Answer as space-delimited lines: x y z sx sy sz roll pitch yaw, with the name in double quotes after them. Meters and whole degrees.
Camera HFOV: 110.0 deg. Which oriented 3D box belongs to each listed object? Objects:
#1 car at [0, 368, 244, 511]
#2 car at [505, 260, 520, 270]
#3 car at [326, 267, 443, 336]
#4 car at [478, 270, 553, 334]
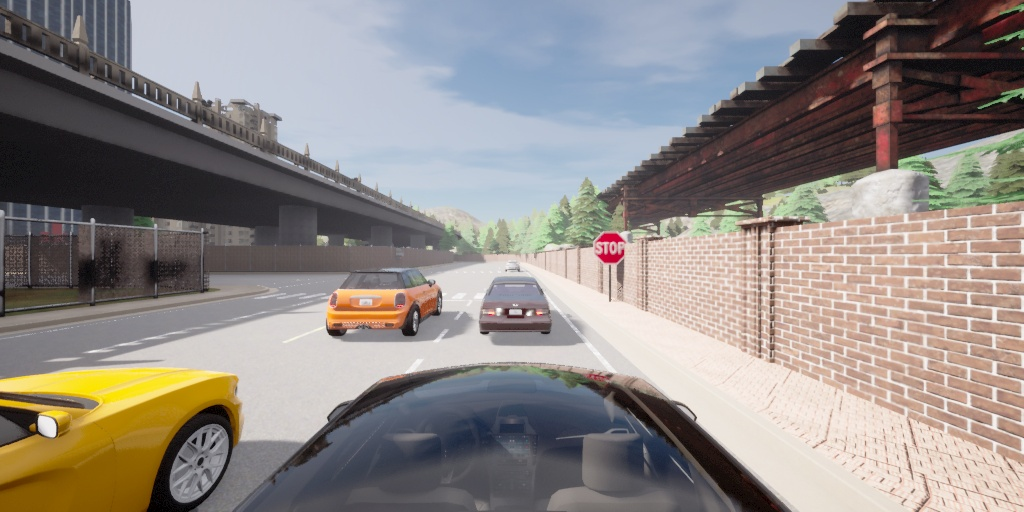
-3.398 1.228 1.257 1.882 1.535 5.008 0 0 0 "car"
0.068 1.276 46.361 1.812 1.442 4.674 0 0 -1 "car"
-3.423 1.102 10.515 2.097 1.767 4.553 0 0 0 "car"
0.078 1.297 10.537 2.033 1.411 5.357 0 0 0 "car"
